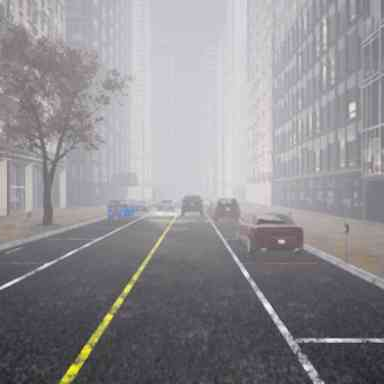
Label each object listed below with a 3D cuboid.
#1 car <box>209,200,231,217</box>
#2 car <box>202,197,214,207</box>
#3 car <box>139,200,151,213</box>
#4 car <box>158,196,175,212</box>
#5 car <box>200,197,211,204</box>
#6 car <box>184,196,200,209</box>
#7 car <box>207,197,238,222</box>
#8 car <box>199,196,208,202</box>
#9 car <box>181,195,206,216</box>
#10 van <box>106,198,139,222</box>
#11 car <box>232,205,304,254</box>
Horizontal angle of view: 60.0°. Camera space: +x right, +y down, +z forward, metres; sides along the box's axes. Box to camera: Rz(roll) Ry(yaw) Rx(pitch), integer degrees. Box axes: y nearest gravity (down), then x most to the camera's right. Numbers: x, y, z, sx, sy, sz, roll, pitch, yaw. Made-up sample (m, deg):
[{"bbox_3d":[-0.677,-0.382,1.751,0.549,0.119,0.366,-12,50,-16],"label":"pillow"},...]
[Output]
[{"bbox_3d":[2.682,1.594,32.775,1.752,1.417,4.829,0,0,0],"label":"car"},{"bbox_3d":[2.679,1.629,55.569,1.752,1.417,4.829,0,0,0],"label":"car"},{"bbox_3d":[-5.699,1.628,38.305,2.008,1.369,4.403,0,0,0],"label":"car"},{"bbox_3d":[-3.093,1.607,40.751,1.812,1.442,4.674,0,0,0],"label":"car"},{"bbox_3d":[2.678,1.682,66.796,1.947,1.339,4.313,0,0,0],"label":"car"},{"bbox_3d":[0.034,1.443,46.782,2.097,1.767,4.553,0,0,1],"label":"car"},{"bbox_3d":[2.681,1.372,26.908,2.192,1.841,5.009,0,0,0],"label":"car"},{"bbox_3d":[2.676,1.692,78.192,1.947,1.339,4.313,0,0,0],"label":"car"},{"bbox_3d":[0.042,1.287,33.078,2.150,2.045,5.566,0,-1,1],"label":"car"},{"bbox_3d":[-5.699,1.398,26.912,1.690,1.788,3.998,0,0,0],"label":"van"},{"bbox_3d":[2.998,1.509,13.609,1.882,1.535,5.008,0,0,0],"label":"car"}]
